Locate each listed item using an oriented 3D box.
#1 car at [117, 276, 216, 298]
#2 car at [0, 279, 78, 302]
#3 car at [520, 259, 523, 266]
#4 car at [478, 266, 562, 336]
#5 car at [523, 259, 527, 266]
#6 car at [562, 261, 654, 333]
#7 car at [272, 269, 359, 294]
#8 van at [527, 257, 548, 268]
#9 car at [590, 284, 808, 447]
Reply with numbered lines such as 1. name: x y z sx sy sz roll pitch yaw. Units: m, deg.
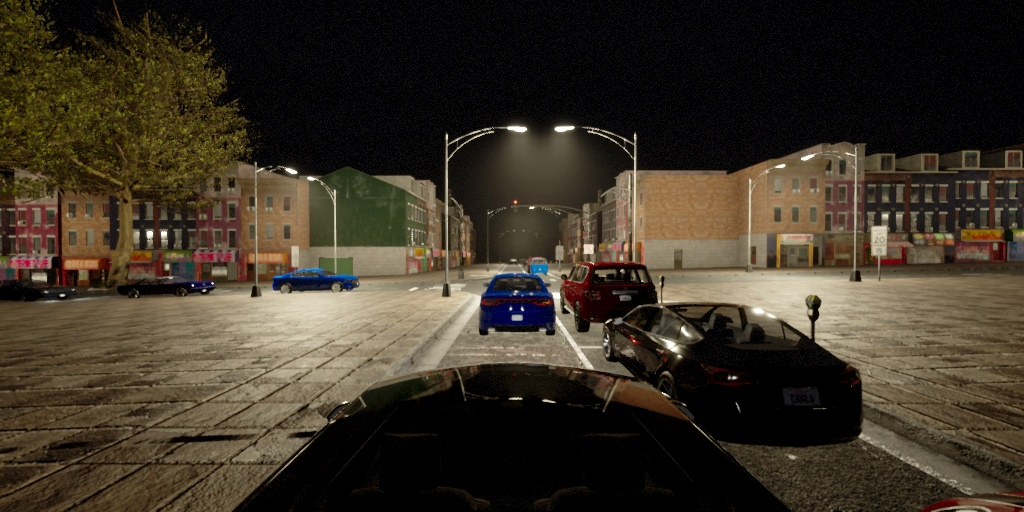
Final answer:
1. car: -21.566 1.934 22.556 4.718 1.301 1.895 -2 1 0
2. car: -30.965 2.175 22.589 5.357 1.411 2.033 -2 1 1
3. car: 2.874 1.341 64.127 2.007 1.370 4.403 0 0 0
4. car: 0.147 1.225 10.460 1.882 1.535 5.008 0 0 1
5. car: 2.791 1.074 42.502 2.192 1.841 5.009 0 0 0
6. car: 2.668 1.062 10.736 2.192 1.841 5.009 0 0 0
7. car: -12.235 1.536 22.523 5.008 1.535 1.882 -2 1 -1
8. van: 2.770 1.095 37.096 1.690 1.789 3.998 0 0 0
9. car: 2.647 1.314 5.333 1.948 1.339 4.313 0 0 0
